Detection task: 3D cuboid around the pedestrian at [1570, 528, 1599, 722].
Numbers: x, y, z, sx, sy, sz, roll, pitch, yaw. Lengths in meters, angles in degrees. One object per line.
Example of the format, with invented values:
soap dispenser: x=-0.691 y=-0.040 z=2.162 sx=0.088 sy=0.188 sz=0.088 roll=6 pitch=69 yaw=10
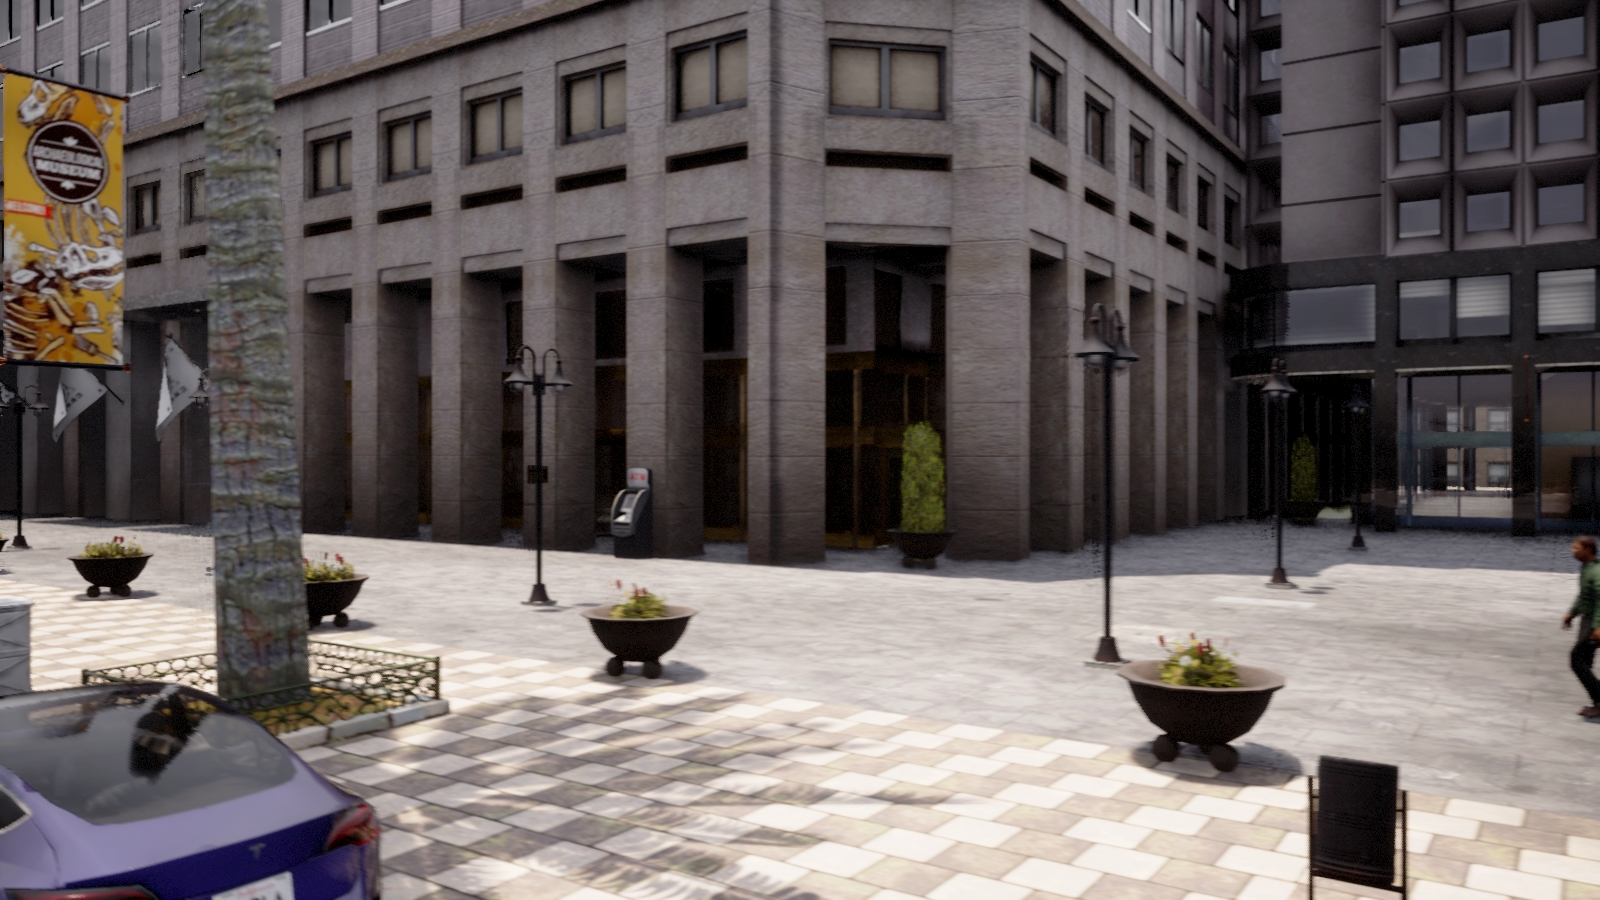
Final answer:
pedestrian: x=7.841 y=1.711 z=11.245 sx=0.375 sy=1.860 sz=0.375 roll=0 pitch=0 yaw=23
